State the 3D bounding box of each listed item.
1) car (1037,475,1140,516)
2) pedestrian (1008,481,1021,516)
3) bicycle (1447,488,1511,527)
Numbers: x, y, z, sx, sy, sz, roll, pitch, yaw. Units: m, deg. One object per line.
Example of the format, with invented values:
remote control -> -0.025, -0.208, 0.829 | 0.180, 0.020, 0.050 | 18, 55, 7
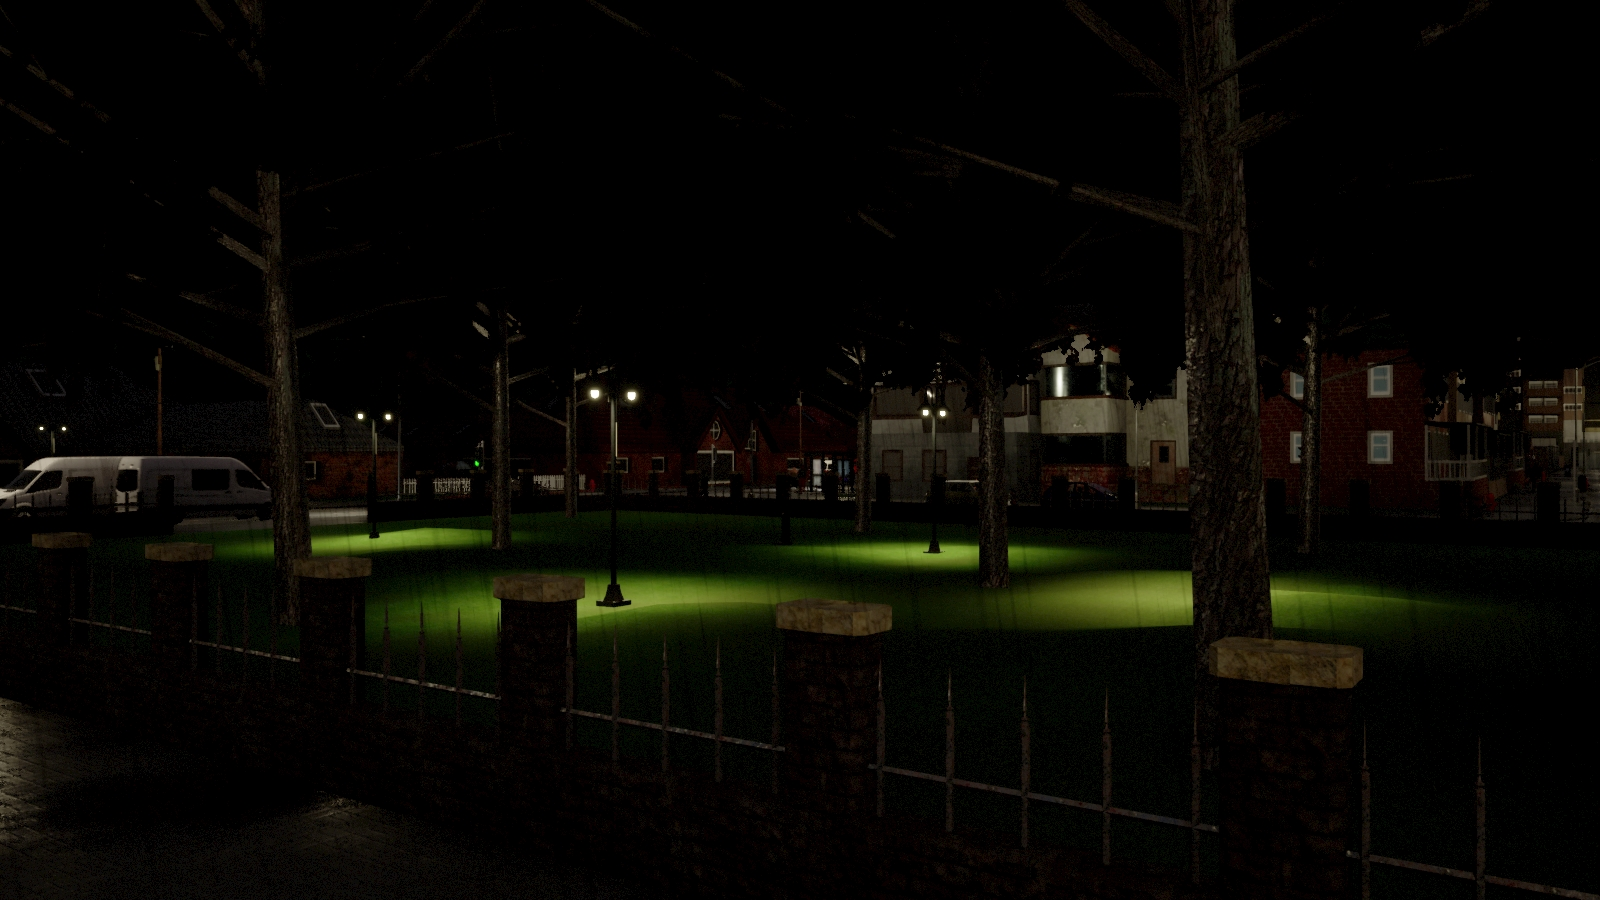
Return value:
car -> 11.752, 1.818, 46.570 | 3.633, 1.501, 1.845 | 0, 0, 35
pedestrian -> 8.001, 1.804, 42.613 | 0.375, 1.300, 0.375 | 0, 0, 34
bicycle -> 22.974, 1.940, 38.693 | 1.835, 1.271, 0.329 | 0, 0, 35
